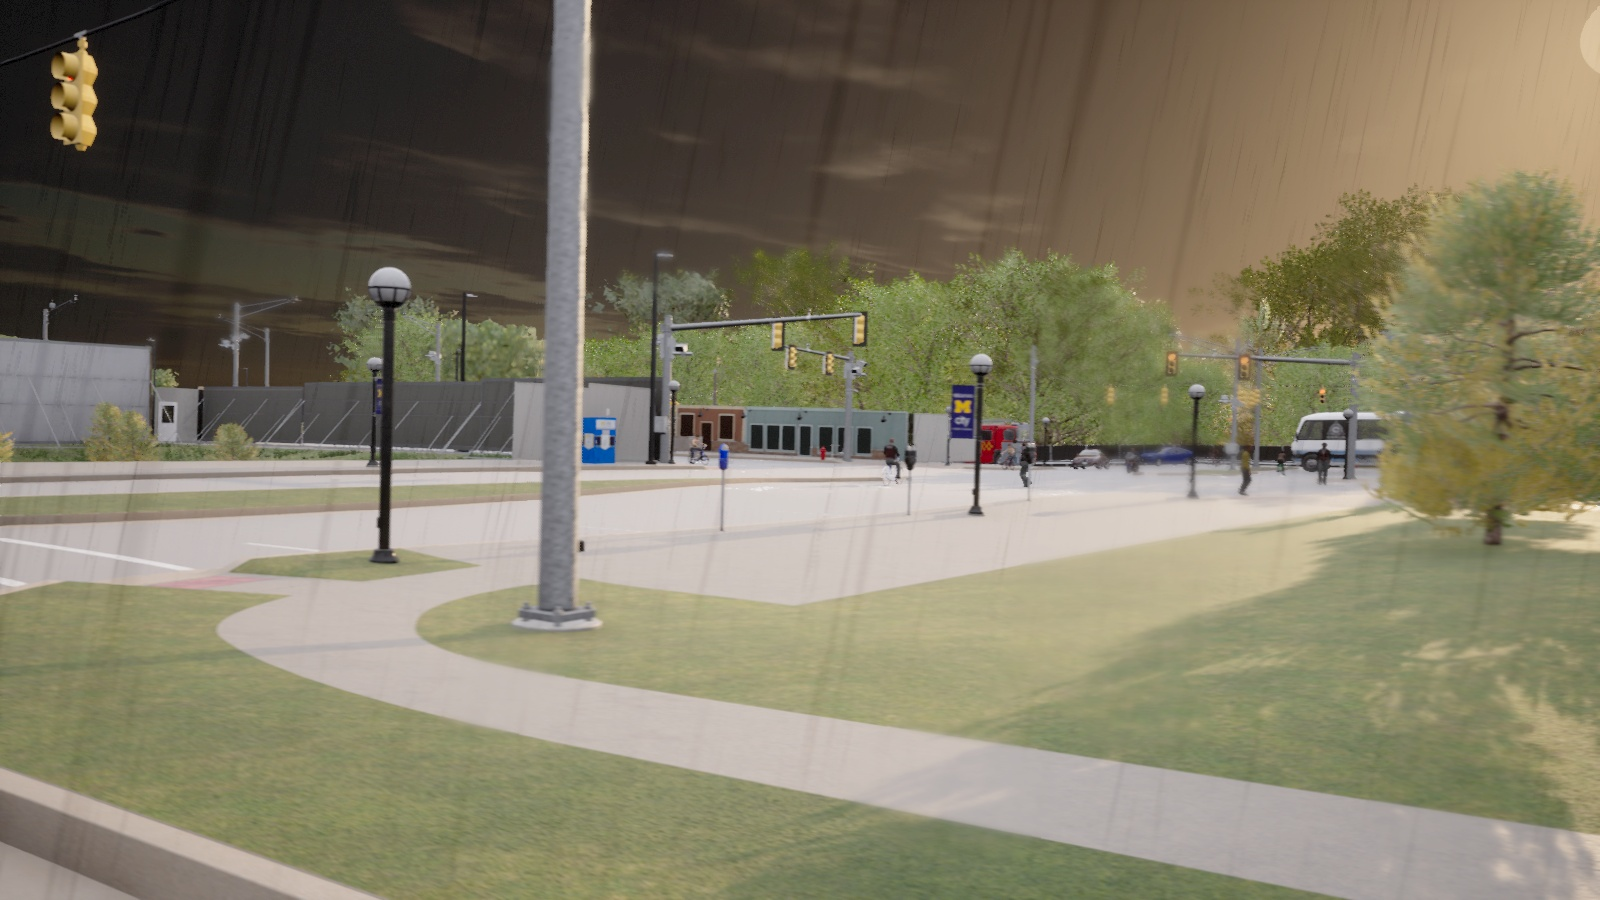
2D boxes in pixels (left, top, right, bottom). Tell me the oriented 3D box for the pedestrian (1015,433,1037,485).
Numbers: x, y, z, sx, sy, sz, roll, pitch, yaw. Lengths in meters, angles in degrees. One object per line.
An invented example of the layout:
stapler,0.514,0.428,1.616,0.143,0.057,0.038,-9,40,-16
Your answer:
pedestrian,8.542,0.339,47.523,0.666,1.930,0.402,2,2,41

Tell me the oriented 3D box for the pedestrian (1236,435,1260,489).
pedestrian,15.686,0.419,43.966,0.709,1.840,0.431,2,2,30

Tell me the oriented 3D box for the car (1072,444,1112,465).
car,20.392,0.300,87.562,1.812,1.442,4.674,0,0,24

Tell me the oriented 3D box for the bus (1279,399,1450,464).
bus,39.267,-1.231,87.532,10.273,4.253,3.944,-1,0,35

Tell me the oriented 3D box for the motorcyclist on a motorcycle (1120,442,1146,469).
motorcyclist on a motorcycle,19.083,0.308,71.868,0.866,1.530,2.191,1,0,30

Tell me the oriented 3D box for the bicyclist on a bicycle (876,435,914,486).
bicyclist on a bicycle,3.469,0.379,45.789,0.659,1.776,1.843,1,2,29

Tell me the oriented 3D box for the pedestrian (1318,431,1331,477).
pedestrian,22.215,0.180,53.182,0.402,1.930,0.666,2,2,31
